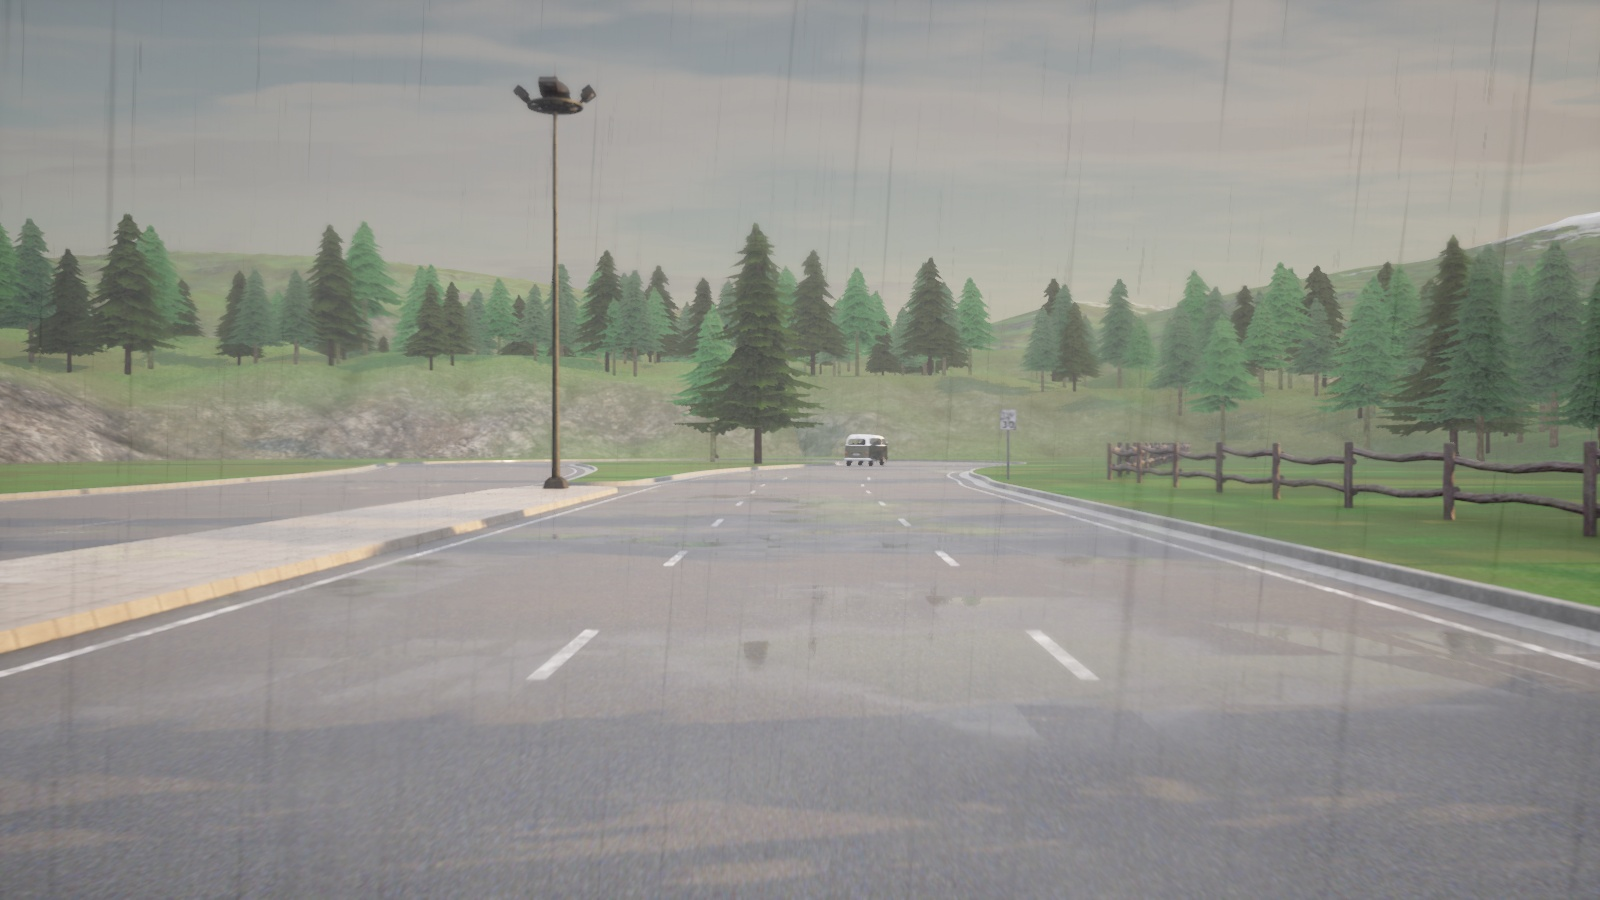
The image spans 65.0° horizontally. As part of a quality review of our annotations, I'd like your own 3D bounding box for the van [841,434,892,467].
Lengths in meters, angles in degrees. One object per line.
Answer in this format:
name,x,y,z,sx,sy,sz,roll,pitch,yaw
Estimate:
van,4.336,0.015,81.423,2.069,2.038,4.480,0,0,20
